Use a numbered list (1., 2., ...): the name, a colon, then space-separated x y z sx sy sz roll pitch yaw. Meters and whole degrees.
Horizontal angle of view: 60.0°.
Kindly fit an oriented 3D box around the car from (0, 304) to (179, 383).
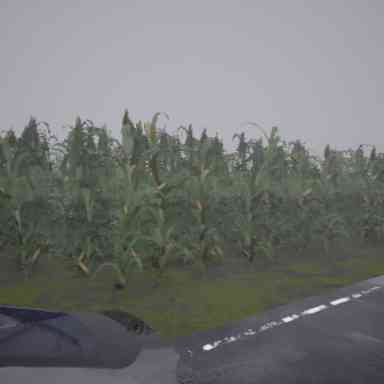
1. car: -2.262 1.495 1.451 4.902 1.511 2.128 0 0 -35
